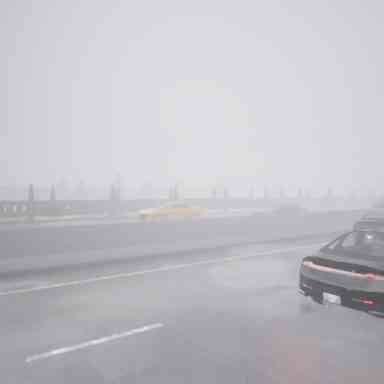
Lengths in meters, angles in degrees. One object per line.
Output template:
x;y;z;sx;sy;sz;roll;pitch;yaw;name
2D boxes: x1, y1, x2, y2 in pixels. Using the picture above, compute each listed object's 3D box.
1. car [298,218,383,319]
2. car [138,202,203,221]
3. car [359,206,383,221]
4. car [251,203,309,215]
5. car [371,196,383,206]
4.220;1.492;6.753;4.902;1.511;2.128;0;0;-35;car
-1.514;1.477;24.401;5.008;1.535;1.882;0;0;-35;car
8.877;1.505;14.375;4.892;1.490;1.837;0;0;-35;car
7.050;1.548;26.195;5.357;1.411;2.033;0;0;-35;car
18.277;1.224;29.888;5.566;2.045;2.150;0;0;-35;car
